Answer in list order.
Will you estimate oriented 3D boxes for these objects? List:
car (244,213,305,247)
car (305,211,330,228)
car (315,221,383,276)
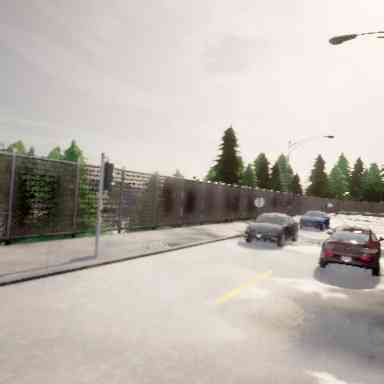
[{"bbox_3d":[4.360,1.912,17.738,1.837,1.490,4.892,4,0,30],"label":"car"},{"bbox_3d":[10.577,2.374,28.495,1.882,1.535,5.008,4,0,30],"label":"car"},{"bbox_3d":[5.979,2.009,12.350,1.812,1.442,4.674,4,0,30],"label":"car"}]
